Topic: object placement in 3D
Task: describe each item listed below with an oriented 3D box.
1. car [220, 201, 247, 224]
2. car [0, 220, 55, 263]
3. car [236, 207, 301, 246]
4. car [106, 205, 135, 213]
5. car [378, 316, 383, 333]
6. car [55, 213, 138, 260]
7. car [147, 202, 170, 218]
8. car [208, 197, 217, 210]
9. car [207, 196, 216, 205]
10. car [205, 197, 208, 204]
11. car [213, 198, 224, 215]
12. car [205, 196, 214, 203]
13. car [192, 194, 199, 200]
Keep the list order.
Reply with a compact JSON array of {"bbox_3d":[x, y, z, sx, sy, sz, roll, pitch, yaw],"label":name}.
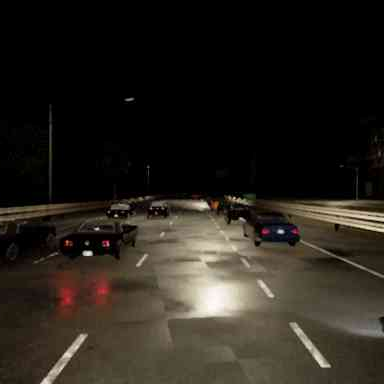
[{"bbox_3d":[3.608,1.728,26.873,1.837,1.490,4.892,0,0,0],"label":"car"},{"bbox_3d":[-6.868,1.714,12.466,1.895,1.301,4.718,0,0,0],"label":"car"},{"bbox_3d":[3.649,1.692,16.165,2.033,1.411,5.357,0,0,0],"label":"car"},{"bbox_3d":[-6.753,1.860,31.904,1.895,1.301,4.718,0,0,0],"label":"car"},{"bbox_3d":[3.607,1.573,2.354,2.033,1.411,5.357,0,-1,1],"label":"car"},{"bbox_3d":[-3.365,1.719,13.011,1.895,1.301,4.718,0,0,0],"label":"car"},{"bbox_3d":[-3.244,1.759,32.935,2.128,1.511,4.902,0,0,0],"label":"car"},{"bbox_3d":[3.809,1.734,48.784,2.097,1.767,4.553,0,0,1],"label":"car"},{"bbox_3d":[4.116,1.791,70.937,1.801,1.575,5.366,0,0,1],"label":"car"},{"bbox_3d":[3.948,1.742,59.746,2.097,1.767,4.553,0,0,1],"label":"car"},{"bbox_3d":[3.696,1.808,37.844,1.837,1.490,4.892,0,0,1],"label":"car"},{"bbox_3d":[4.302,1.828,81.717,2.033,1.411,5.357,0,0,1],"label":"car"},{"bbox_3d":[0.989,1.578,91.846,1.812,1.442,4.674,0,0,1],"label":"car"}]
